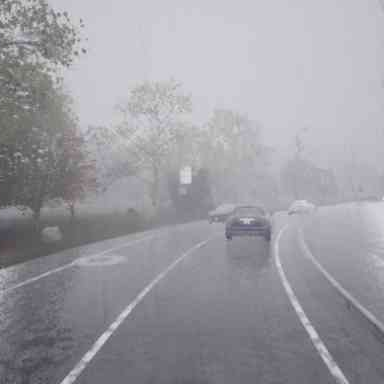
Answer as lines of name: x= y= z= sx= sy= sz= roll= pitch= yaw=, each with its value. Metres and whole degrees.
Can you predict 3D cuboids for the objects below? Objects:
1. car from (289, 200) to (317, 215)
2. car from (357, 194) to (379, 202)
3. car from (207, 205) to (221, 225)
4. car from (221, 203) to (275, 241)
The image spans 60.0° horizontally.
car: x=11.175 y=1.560 z=33.604 sx=1.812 sy=1.442 sz=4.674 roll=-4 pitch=-2 yaw=34
car: x=30.442 y=1.040 z=57.638 sx=4.718 sy=1.301 sz=1.895 roll=-3 pitch=-2 yaw=-40
car: x=2.813 y=1.652 z=25.877 sx=1.882 sy=1.535 sz=5.008 roll=-2 pitch=-1 yaw=26
car: x=3.095 y=1.398 z=17.087 sx=2.097 sy=1.767 sz=4.553 roll=-1 pitch=-1 yaw=17
